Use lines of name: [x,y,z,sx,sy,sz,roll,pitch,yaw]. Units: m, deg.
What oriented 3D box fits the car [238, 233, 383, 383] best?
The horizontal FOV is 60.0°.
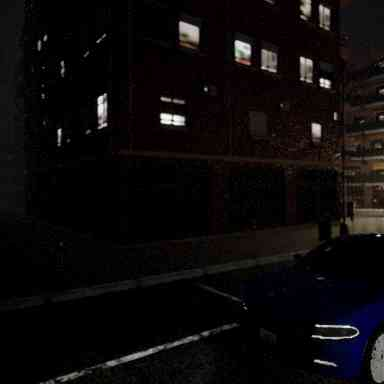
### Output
car: [2.962,1.472,5.487,5.008,1.535,1.882,0,0,-35]
